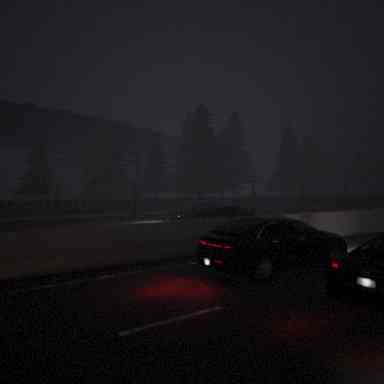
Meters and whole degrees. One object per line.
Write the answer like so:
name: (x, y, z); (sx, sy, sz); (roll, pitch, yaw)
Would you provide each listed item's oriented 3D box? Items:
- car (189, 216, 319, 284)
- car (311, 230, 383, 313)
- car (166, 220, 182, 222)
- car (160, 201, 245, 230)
car: (2.415, 1.446, 9.483); (4.892, 1.490, 1.837); (-1, 0, -33)
car: (4.676, 1.502, 6.772); (4.181, 1.385, 1.994); (-1, 0, -32)
car: (1.144, 1.419, 17.160); (4.892, 1.490, 1.837); (-1, 0, -31)
car: (0.701, 1.391, 20.952); (4.902, 1.511, 2.128); (-1, 0, -30)
